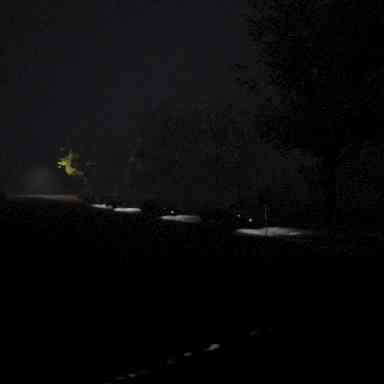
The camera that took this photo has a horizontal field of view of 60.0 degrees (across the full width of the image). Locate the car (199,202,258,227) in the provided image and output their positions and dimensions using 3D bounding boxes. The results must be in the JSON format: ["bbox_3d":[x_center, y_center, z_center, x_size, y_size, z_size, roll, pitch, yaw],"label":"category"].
[{"bbox_3d":[2.223,1.372,21.776,1.812,1.442,4.674,0,1,-33],"label":"car"}]

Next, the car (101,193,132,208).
[{"bbox_3d":[-8.494,1.105,38.250,1.994,1.385,4.181,0,1,-33],"label":"car"}]

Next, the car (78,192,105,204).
[{"bbox_3d":[-14.018,0.871,46.804,2.128,1.511,4.902,0,1,-32],"label":"car"}]

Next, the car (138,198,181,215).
[{"bbox_3d":[-3.072,1.244,29.908,2.033,1.411,5.357,0,1,-33],"label":"car"}]

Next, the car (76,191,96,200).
[{"bbox_3d":[-19.159,0.661,59.982,2.128,1.511,4.902,0,1,-33],"label":"car"}]

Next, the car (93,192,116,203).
[{"bbox_3d":[-13.522,0.812,51.352,1.882,1.535,5.008,0,1,-33],"label":"car"}]

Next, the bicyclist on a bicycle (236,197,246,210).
[{"bbox_3d":[4.256,1.242,29.607,1.656,1.620,0.582,0,1,-33],"label":"bicyclist on a bicycle"}]
